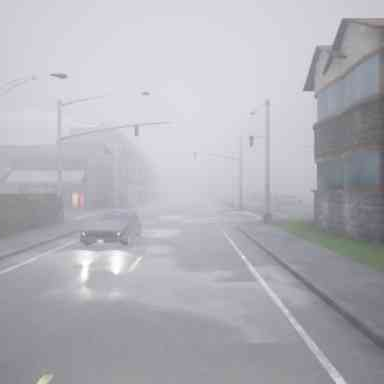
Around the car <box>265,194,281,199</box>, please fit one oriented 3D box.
[{"bbox_3d":[21.270,1.212,87.721,3.806,1.475,1.970,0,0,0],"label":"car"}]

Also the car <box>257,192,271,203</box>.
[{"bbox_3d":[14.141,1.048,56.413,5.027,1.636,2.152,0,0,0],"label":"car"}]

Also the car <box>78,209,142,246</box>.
[{"bbox_3d":[-3.518,1.515,15.475,2.033,1.411,5.357,0,0,0],"label":"car"}]

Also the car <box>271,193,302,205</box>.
[{"bbox_3d":[14.468,1.140,49.996,3.806,1.475,1.970,0,0,0],"label":"car"}]

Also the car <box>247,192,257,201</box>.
[{"bbox_3d":[14.134,0.945,69.207,3.866,1.878,1.905,0,0,0],"label":"car"}]

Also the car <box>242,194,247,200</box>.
[{"bbox_3d":[13.721,0.959,72.112,4.605,1.855,1.932,0,0,0],"label":"car"}]

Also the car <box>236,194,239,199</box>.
[{"bbox_3d":[13.848,1.196,90.697,3.633,1.501,1.845,0,0,0],"label":"car"}]
